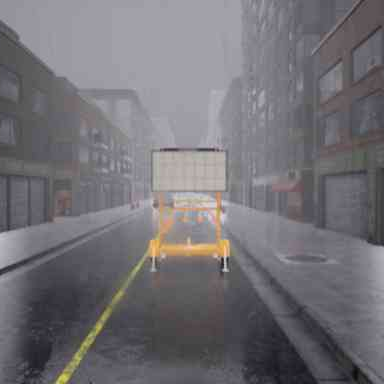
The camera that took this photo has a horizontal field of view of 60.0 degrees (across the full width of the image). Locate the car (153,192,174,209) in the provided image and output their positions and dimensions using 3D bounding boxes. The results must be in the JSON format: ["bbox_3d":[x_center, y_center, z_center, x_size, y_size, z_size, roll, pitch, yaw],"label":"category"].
[{"bbox_3d":[-3.406,0.999,40.449,2.150,2.045,5.566,0,0,0],"label":"car"}]

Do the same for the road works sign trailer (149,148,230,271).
[{"bbox_3d":[-0.081,0.407,10.619,2.380,3.560,2.880,0,0,0],"label":"road works sign trailer"}]
